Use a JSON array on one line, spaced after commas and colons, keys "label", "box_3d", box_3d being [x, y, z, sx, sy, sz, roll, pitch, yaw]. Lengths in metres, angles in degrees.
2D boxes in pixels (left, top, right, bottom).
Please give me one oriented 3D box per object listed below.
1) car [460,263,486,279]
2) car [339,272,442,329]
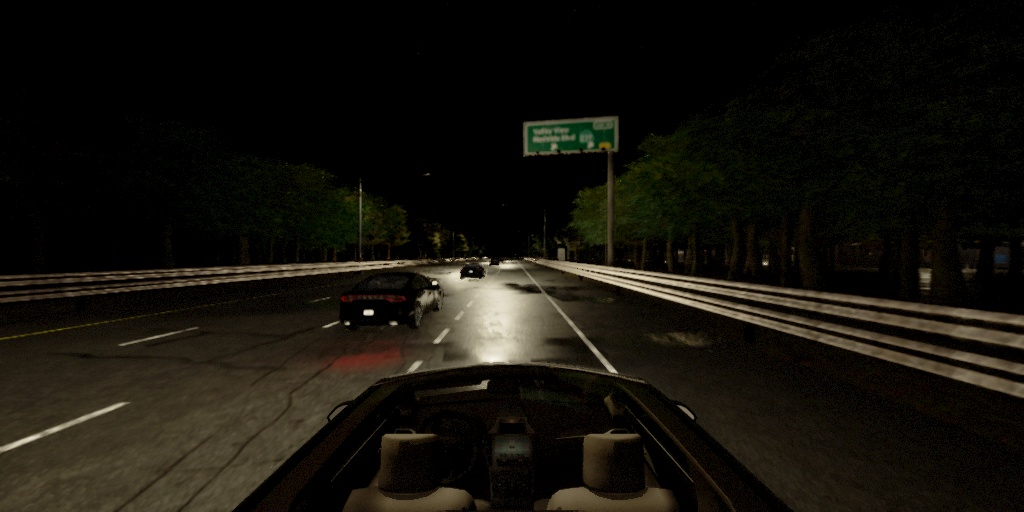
[{"label": "car", "box_3d": [-3.486, 1.311, 32.363, 1.994, 1.385, 4.181, 0, 0, 0]}, {"label": "car", "box_3d": [-3.499, 1.227, 11.230, 1.882, 1.535, 5.008, 0, 0, 0]}]
